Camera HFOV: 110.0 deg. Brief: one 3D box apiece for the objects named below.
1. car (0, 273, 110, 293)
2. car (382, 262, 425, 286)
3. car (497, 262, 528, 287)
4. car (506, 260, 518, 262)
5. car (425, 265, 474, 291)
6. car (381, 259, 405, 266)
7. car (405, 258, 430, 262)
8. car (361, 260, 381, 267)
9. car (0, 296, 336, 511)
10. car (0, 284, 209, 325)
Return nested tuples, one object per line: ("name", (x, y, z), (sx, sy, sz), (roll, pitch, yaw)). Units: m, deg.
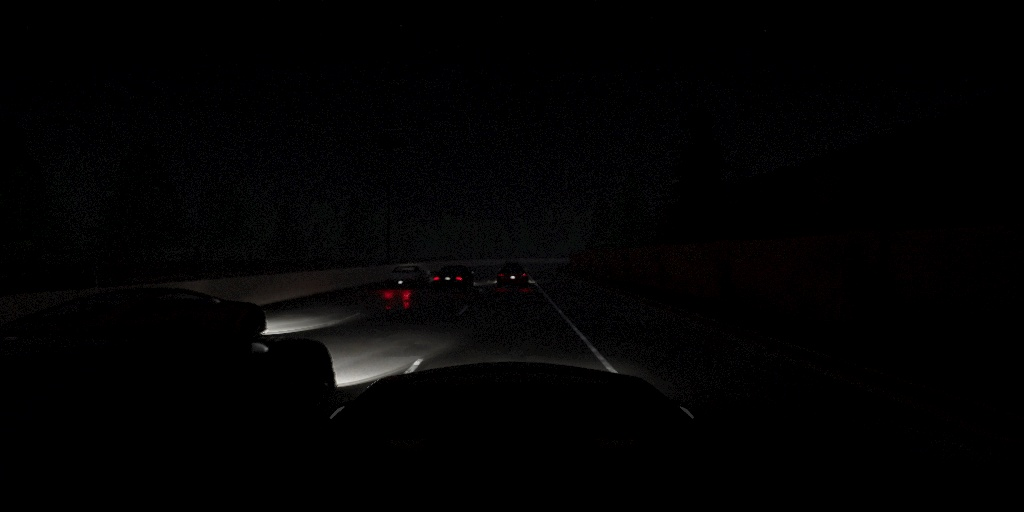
("car", (-14.120, 1.245, 9.879), (1.837, 1.490, 4.892), (0, 0, 0))
("car", (-6.959, 1.325, 24.516), (1.895, 1.301, 4.718), (0, 0, 0))
("car", (0.043, 1.288, 23.954), (1.994, 1.385, 4.181), (0, 0, 0))
("car", (0.016, 1.197, 39.982), (2.128, 1.511, 4.902), (0, 0, 1))
("car", (-3.451, 1.274, 21.712), (2.033, 1.411, 5.357), (0, 0, 0))
("car", (-17.064, 1.189, 53.295), (1.882, 1.535, 5.008), (0, 0, 6))
("car", (-13.579, 1.096, 52.972), (2.097, 1.767, 4.553), (0, 0, 6))
("car", (-20.546, 1.259, 53.647), (2.033, 1.411, 5.357), (0, 0, 6))
("car", (-3.403, 1.312, 3.229), (1.994, 1.385, 4.181), (0, 0, 0))
("car", (-6.913, 1.308, 6.936), (1.994, 1.385, 4.181), (0, 0, 0))
